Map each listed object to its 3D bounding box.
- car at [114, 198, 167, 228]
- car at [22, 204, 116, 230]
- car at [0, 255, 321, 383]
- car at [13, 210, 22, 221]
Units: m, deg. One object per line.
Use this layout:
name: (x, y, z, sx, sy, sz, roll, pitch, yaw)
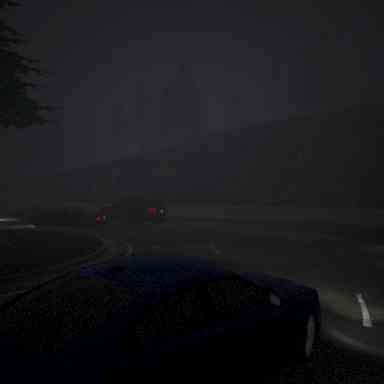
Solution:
car: (-4.501, 1.452, 24.596, 5.566, 2.045, 2.150, 0, -2, 28)
car: (-8.248, 1.732, 22.418, 5.357, 1.411, 2.033, 0, -1, 12)
car: (-0.200, 1.518, 3.917, 1.882, 1.535, 5.008, 1, 0, 43)
car: (-13.485, 1.790, 29.464, 4.181, 1.385, 1.994, 0, -1, 4)
